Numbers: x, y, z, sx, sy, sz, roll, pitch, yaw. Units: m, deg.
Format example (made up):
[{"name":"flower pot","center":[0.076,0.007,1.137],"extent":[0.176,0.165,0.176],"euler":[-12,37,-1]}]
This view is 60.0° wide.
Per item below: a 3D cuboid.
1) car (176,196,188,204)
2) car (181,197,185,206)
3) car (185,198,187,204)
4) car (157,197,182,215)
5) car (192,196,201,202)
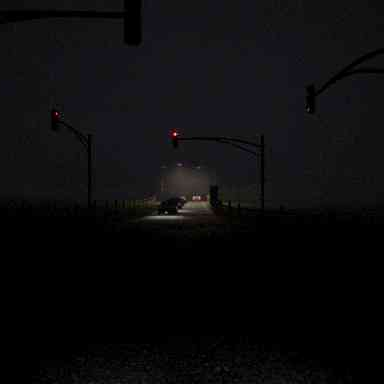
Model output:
[{"name":"car","center":[-1.923,1.581,63.820],"extent":[1.994,1.385,4.181],"euler":[0,0,2]},{"name":"car","center":[-2.265,1.514,43.968],"extent":[1.837,1.490,4.892],"euler":[0,0,1]},{"name":"car","center":[-2.122,1.560,53.815],"extent":[2.033,1.411,5.357],"euler":[0,0,1]},{"name":"car","center":[-2.414,1.554,34.190],"extent":[2.033,1.411,5.357],"euler":[0,0,0]},{"name":"car","center":[1.066,1.617,75.962],"extent":[1.895,1.301,4.718],"euler":[0,0,1]}]
